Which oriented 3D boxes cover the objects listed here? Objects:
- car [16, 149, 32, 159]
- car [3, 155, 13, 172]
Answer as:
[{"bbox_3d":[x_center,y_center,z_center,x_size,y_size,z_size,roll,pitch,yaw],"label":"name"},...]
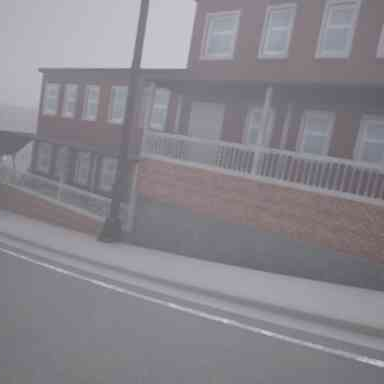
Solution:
[{"bbox_3d":[-22.289,-5.007,43.816,1.994,1.385,4.181,15,9,35],"label":"car"},{"bbox_3d":[-17.927,-2.436,26.397,2.150,2.045,5.566,15,9,37],"label":"car"}]
